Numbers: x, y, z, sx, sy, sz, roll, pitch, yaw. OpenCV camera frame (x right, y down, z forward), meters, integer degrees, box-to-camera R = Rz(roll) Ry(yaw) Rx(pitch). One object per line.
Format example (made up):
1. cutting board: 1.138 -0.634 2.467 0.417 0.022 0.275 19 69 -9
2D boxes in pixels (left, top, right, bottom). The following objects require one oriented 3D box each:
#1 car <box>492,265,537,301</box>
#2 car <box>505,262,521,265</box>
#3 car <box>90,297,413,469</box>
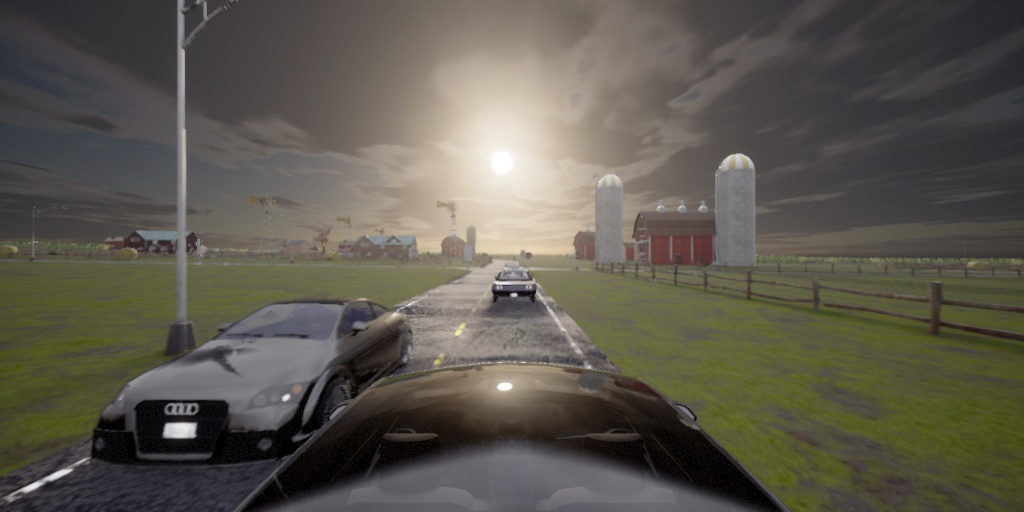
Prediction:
1. car: 0.090 1.300 16.864 1.895 1.301 4.718 0 0 0
2. car: 0.087 1.247 33.690 1.895 1.301 4.718 0 0 0
3. car: -2.834 1.304 5.060 1.994 1.385 4.181 0 0 0
